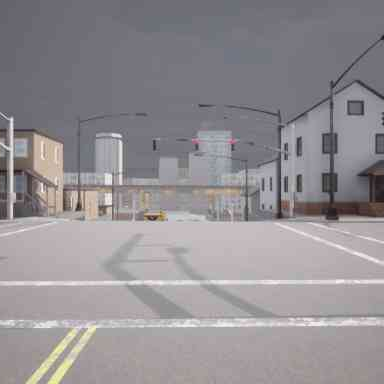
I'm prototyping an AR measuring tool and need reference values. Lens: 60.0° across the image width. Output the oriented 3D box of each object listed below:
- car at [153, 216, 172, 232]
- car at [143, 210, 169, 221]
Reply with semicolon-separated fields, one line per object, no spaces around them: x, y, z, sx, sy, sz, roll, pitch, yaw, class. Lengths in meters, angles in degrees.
-3.780;4.235;43.725;2.128;1.511;4.902;0;-13;-1;car
-3.673;2.536;33.502;1.882;1.535;5.008;0;-9;1;car
